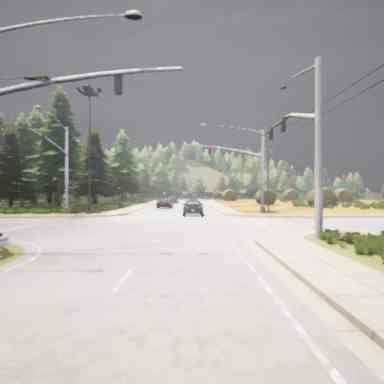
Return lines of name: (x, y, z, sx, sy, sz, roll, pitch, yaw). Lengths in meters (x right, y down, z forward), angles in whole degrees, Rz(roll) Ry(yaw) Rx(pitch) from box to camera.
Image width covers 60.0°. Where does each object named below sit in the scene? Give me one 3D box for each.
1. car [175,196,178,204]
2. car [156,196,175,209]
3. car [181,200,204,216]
car: (-3.531, 1.423, 60.152, 2.033, 1.411, 5.357, 0, 0, 1)
car: (-3.586, 1.511, 43.364, 1.895, 1.301, 4.718, 0, 0, 0)
car: (0.097, 1.459, 31.710, 1.812, 1.442, 4.674, 0, 0, 0)
